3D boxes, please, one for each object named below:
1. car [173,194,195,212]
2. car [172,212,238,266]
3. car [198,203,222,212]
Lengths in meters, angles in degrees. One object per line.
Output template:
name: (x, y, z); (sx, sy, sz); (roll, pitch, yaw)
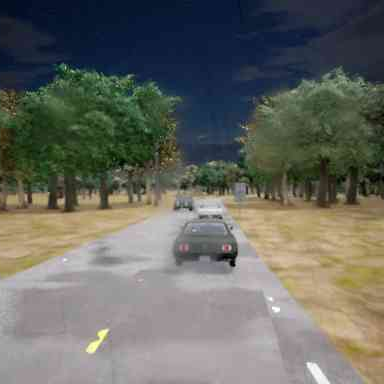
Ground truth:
car: (-0.900, 1.219, 38.754); (2.150, 2.045, 5.566); (0, 0, 4)
car: (0.492, 1.595, 11.577); (1.895, 1.301, 4.718); (0, 0, 3)
car: (1.546, 1.594, 27.933); (1.895, 1.301, 4.718); (0, 0, 4)
